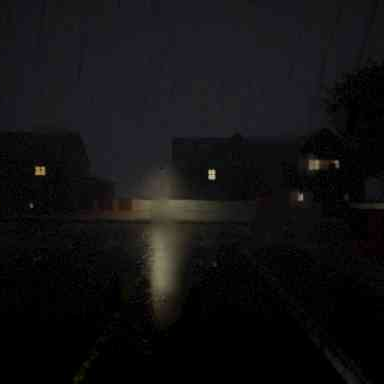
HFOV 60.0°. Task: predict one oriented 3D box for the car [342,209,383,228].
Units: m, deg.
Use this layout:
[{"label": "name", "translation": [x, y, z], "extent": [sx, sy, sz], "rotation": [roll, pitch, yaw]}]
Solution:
[{"label": "car", "translation": [11.259, 1.757, 19.149], "extent": [4.902, 1.511, 2.128], "rotation": [1, 1, -1]}]
